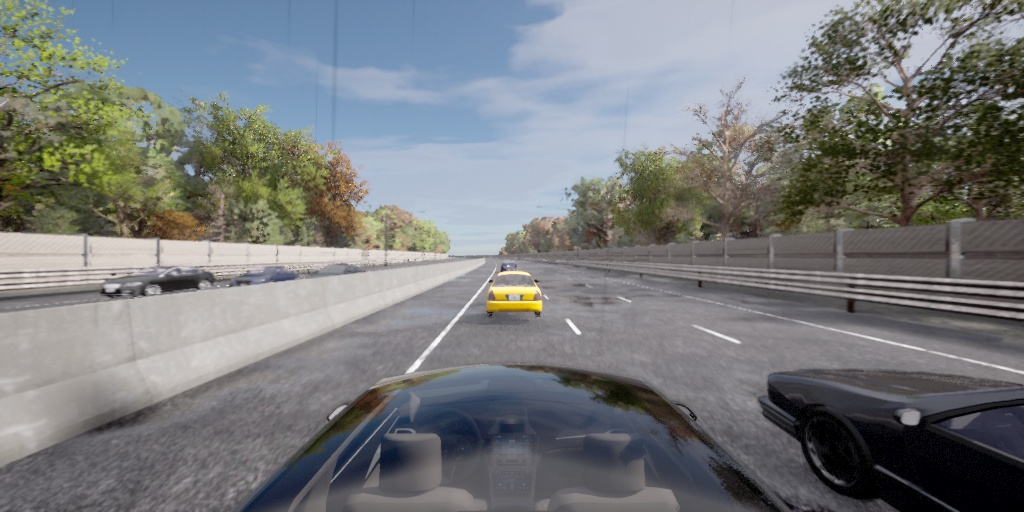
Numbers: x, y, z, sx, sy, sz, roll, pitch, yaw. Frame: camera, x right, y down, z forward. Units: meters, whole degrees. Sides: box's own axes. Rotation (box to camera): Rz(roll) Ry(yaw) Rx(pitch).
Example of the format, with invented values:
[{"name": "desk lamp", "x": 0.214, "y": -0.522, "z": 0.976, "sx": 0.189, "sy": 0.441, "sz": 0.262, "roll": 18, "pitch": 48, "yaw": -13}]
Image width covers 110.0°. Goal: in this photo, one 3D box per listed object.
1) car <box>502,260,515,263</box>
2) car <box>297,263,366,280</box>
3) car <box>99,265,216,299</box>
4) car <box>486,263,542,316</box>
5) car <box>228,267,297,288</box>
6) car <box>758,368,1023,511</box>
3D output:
[{"name": "car", "x": -0.417, "y": 1.269, "z": 44.406, "sx": 2.163, "sy": 1.488, "sz": 4.792, "roll": 0, "pitch": 0, "yaw": -1}, {"name": "car", "x": -10.724, "y": 1.236, "z": 22.159, "sx": 1.882, "sy": 1.535, "sz": 5.008, "roll": 0, "pitch": 0, "yaw": -1}, {"name": "car", "x": -17.683, "y": 1.250, "z": 18.218, "sx": 2.128, "sy": 1.511, "sz": 4.902, "roll": 0, "pitch": 0, "yaw": -1}, {"name": "car", "x": 0.056, "y": 1.211, "z": 13.237, "sx": 1.801, "sy": 1.575, "sz": 5.366, "roll": 0, "pitch": 0, "yaw": 0}, {"name": "car", "x": -14.210, "y": 1.323, "z": 20.918, "sx": 1.994, "sy": 1.385, "sz": 4.181, "roll": 0, "pitch": 0, "yaw": -1}, {"name": "car", "x": 3.601, "y": 1.296, "z": 1.401, "sx": 2.033, "sy": 1.411, "sz": 5.357, "roll": 0, "pitch": 0, "yaw": 0}]
